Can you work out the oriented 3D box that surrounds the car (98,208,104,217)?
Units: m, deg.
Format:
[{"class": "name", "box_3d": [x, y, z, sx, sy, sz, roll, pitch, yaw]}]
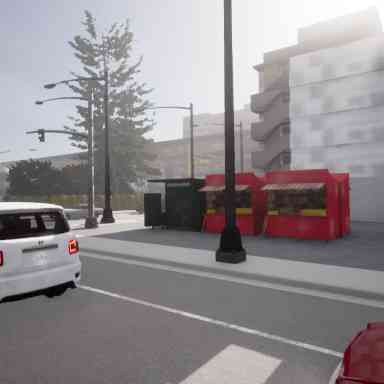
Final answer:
[{"class": "car", "box_3d": [-10.147, 1.733, 29.428, 1.895, 1.301, 4.718, -1, -1, 36]}]

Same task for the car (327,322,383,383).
[{"class": "car", "box_3d": [3.204, 1.601, 1.698, 4.718, 1.301, 1.895, 0, 0, 35]}]

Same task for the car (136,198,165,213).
[{"class": "car", "box_3d": [-4.185, 1.483, 37.641, 2.097, 1.767, 4.553, -1, -1, 36]}]

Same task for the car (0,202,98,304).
[{"class": "car", "box_3d": [-4.811, 1.234, 7.382, 5.566, 2.045, 2.150, 0, 0, 36]}]
